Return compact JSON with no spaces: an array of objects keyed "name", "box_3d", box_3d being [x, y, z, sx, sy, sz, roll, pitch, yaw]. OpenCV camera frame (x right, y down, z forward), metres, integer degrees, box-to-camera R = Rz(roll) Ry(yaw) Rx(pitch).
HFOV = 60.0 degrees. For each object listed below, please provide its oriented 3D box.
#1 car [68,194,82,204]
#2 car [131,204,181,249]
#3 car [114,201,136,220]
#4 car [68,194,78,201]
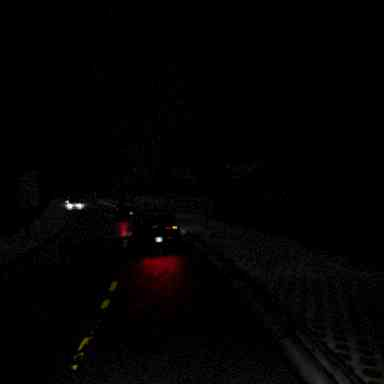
[{"name":"car","box_3d":[-19.553,1.275,55.730,1.895,1.301,4.718,1,0,-22]},{"name":"car","box_3d":[-1.642,1.496,14.604,1.837,1.490,4.892,0,0,-10]},{"name":"car","box_3d":[-5.504,1.468,28.192,1.812,1.442,4.674,1,0,-20]},{"name":"car","box_3d":[-25.266,1.111,70.272,1.837,1.490,4.892,1,0,-21]}]
